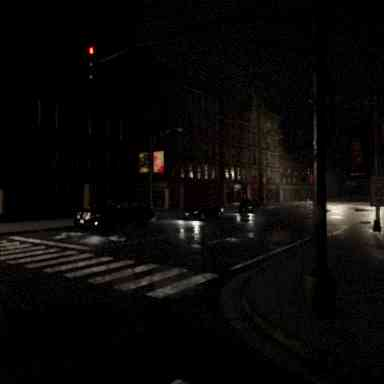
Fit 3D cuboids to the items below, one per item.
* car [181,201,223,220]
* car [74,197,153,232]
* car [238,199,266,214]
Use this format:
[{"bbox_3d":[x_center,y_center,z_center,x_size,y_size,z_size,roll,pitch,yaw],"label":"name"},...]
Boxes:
[{"bbox_3d":[0.999,1.627,29.671,1.837,1.490,4.892,0,0,35],"label":"car"},{"bbox_3d":[-4.828,1.347,21.435,2.150,2.045,5.566,0,0,33],"label":"car"},{"bbox_3d":[6.946,1.624,38.114,1.837,1.490,4.892,0,0,35],"label":"car"}]
